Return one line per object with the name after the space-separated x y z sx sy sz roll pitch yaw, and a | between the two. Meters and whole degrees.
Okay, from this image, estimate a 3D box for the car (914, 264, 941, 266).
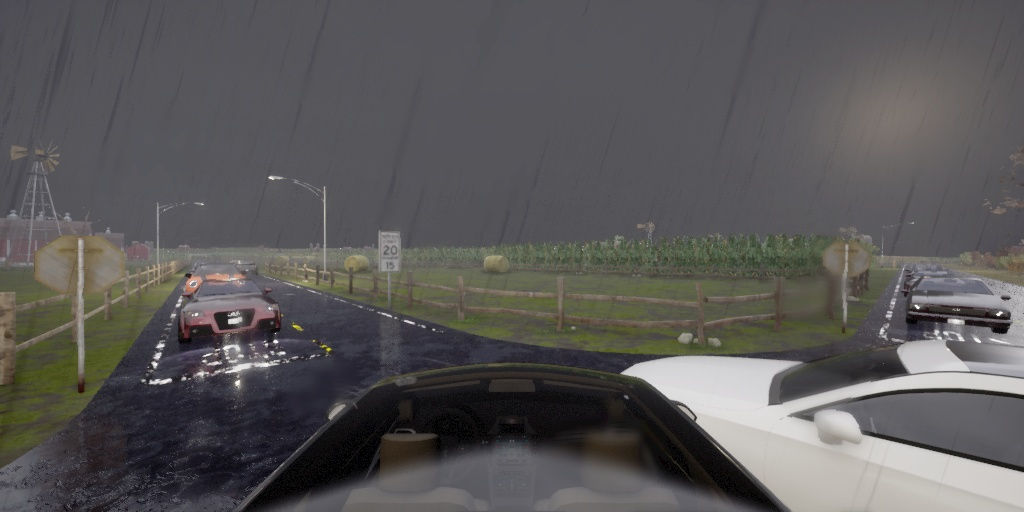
28.675 1.307 24.803 4.902 1.511 2.128 0 1 -42 | car

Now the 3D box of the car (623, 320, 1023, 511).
2.859 1.293 2.226 1.812 1.442 4.674 0 1 -43 | car

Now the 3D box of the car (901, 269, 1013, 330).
13.635 1.334 11.181 5.357 1.411 2.033 0 1 -42 | car

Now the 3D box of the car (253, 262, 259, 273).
-26.598 1.257 35.848 2.128 1.511 4.902 0 0 -41 | car

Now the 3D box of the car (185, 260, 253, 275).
-13.542 1.129 16.475 2.097 1.767 4.553 0 0 -41 | car

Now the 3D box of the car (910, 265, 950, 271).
21.039 1.362 17.892 4.181 1.385 1.994 0 1 -43 | car

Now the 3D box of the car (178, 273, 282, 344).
-7.837 1.349 9.930 1.994 1.385 4.181 0 0 -42 | car
